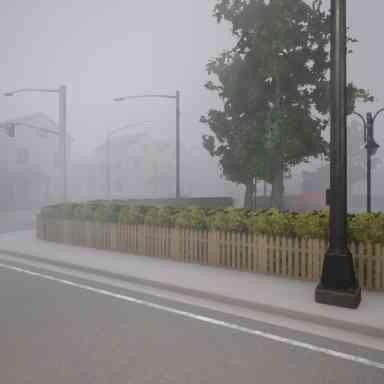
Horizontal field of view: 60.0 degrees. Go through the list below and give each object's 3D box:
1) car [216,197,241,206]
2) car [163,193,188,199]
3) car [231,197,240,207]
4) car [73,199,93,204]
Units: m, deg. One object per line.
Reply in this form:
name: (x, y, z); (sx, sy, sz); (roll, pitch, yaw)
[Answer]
car: (6.474, 1.603, 57.767); (2.033, 1.411, 5.357); (0, 0, 35)
car: (-2.527, 1.222, 44.979); (2.150, 2.045, 5.566); (0, 0, 35)
car: (4.863, 1.564, 49.139); (1.994, 1.385, 4.181); (0, 0, 35)
car: (-10.958, 1.477, 32.855); (1.882, 1.535, 5.008); (0, 0, 35)
